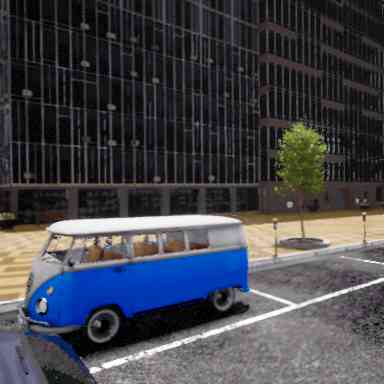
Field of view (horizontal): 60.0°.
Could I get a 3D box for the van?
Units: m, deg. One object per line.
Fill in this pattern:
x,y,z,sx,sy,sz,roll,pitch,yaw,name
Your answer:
-0.780,1.349,6.023,3.998,1.788,1.690,0,-1,-36,van

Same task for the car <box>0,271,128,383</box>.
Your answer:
-2.511,1.561,1.569,4.181,1.385,1.994,0,0,-35,car
